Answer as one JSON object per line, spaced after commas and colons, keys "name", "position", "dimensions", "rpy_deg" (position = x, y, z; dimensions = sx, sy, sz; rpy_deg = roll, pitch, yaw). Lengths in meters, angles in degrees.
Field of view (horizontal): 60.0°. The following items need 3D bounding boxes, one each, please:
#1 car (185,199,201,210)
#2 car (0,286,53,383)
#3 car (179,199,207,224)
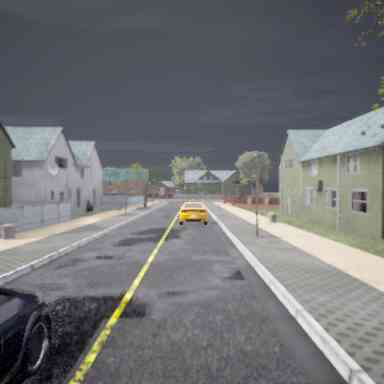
{"name": "car", "position": [0.088, 1.575, 42.513], "dimensions": [1.895, 1.301, 4.718], "rpy_deg": [0, 0, 0]}
{"name": "car", "position": [-2.836, 1.562, 2.708], "dimensions": [1.994, 1.385, 4.181], "rpy_deg": [0, 0, 0]}
{"name": "car", "position": [0.093, 1.463, 24.437], "dimensions": [1.882, 1.535, 5.008], "rpy_deg": [0, 0, 0]}
